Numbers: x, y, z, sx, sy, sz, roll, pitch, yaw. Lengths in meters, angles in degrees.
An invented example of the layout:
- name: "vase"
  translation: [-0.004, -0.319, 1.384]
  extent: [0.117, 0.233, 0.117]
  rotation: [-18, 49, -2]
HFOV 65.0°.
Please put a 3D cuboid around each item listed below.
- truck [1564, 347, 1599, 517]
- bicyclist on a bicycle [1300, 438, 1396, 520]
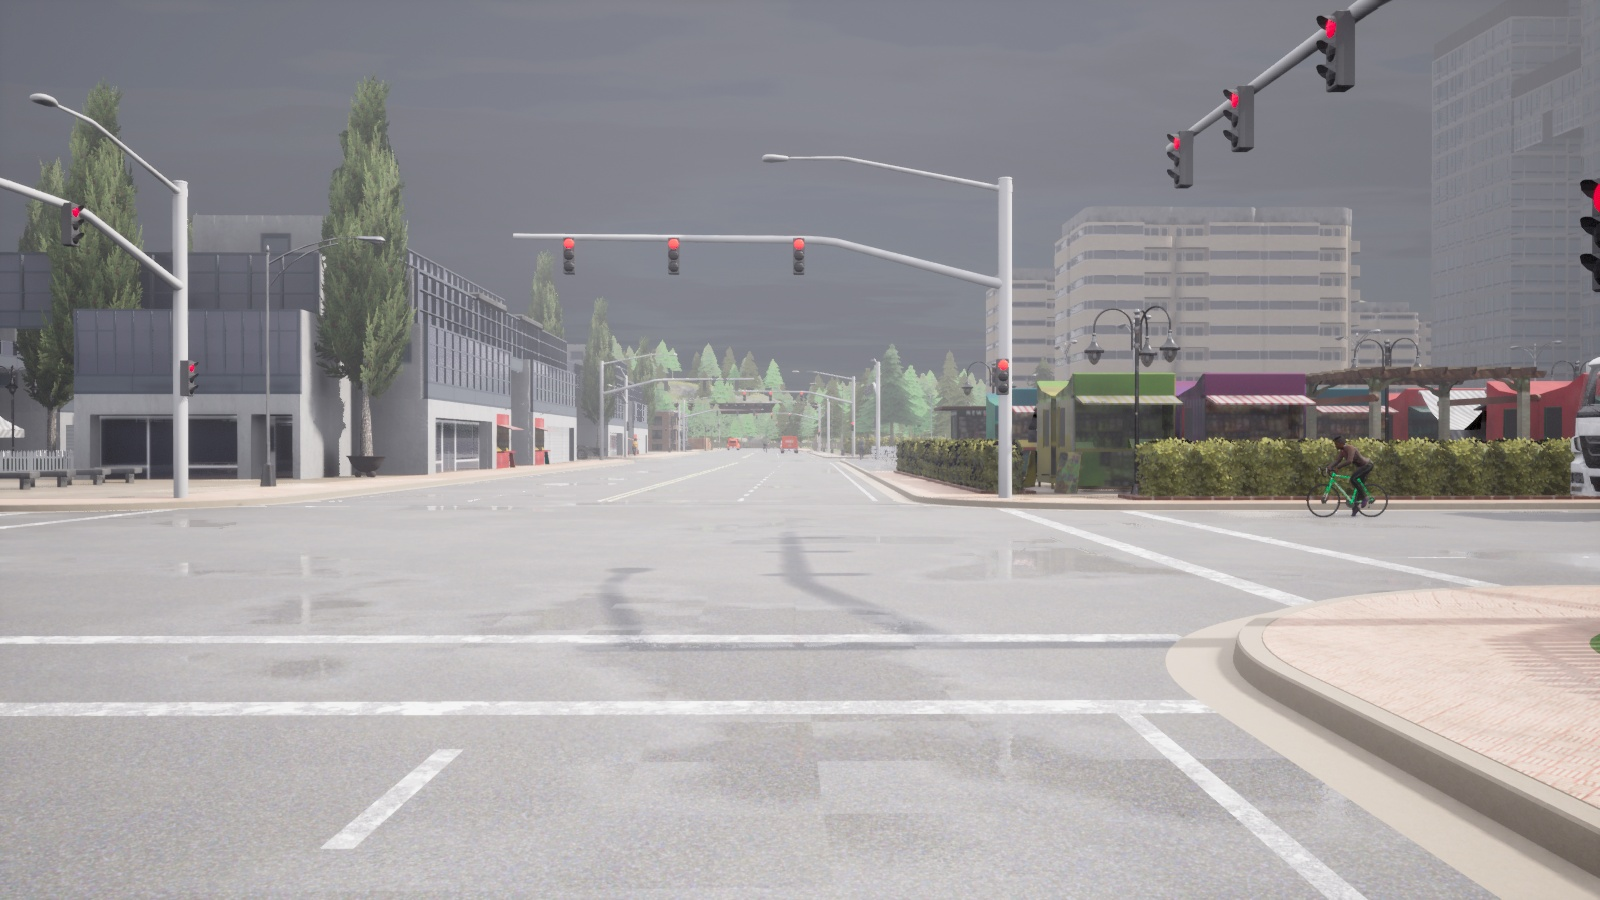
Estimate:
- name: "truck"
  translation: [20.193, -0.362, 25.251]
  extent: [7.936, 3.462, 2.891]
  rotation: [0, 0, -1]
- name: "bicyclist on a bicycle"
  translation: [10.932, 0.567, 25.075]
  extent: [1.656, 1.620, 0.582]
  rotation: [0, 0, -1]
